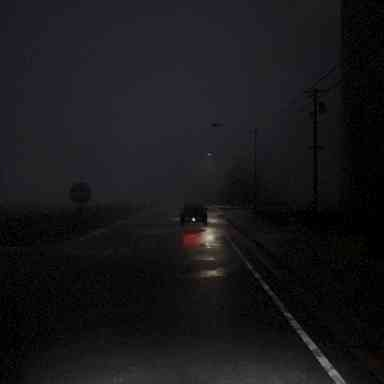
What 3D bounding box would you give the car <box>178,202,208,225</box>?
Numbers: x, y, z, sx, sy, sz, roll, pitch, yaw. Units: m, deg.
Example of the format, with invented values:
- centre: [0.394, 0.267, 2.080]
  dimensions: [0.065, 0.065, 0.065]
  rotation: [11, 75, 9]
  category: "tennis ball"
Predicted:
- centre: [0.109, 1.509, 23.965]
  dimensions: [1.837, 1.490, 4.892]
  rotation: [0, 0, 0]
  category: "car"
